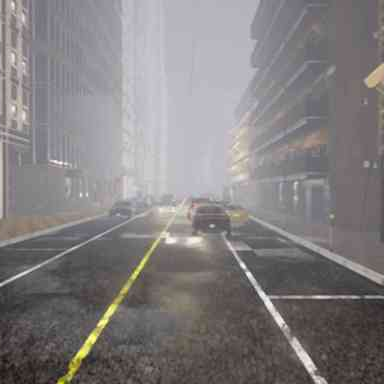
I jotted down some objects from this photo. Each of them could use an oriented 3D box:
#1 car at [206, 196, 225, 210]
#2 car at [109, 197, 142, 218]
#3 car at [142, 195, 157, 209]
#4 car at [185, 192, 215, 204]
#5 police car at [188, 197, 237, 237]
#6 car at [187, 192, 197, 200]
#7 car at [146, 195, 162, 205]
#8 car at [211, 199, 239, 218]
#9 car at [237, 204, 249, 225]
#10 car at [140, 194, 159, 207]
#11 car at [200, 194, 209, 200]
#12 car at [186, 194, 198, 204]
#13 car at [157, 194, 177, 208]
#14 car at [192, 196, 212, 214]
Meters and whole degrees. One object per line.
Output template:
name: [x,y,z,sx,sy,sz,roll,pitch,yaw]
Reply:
car: [2.699,1.255,39.171,2.008,1.369,4.403,0,0,0]
car: [-5.685,1.353,27.876,1.947,1.339,4.313,0,0,0]
car: [-5.682,1.255,39.172,2.008,1.369,4.403,0,0,0]
car: [0.696,1.144,27.258,2.097,1.767,4.553,0,1,0]
police car: [0.903,1.291,17.398,1.930,1.638,5.238,0,0,0]
car: [0.016,0.872,72.667,2.128,1.511,4.902,0,0,0]
car: [-5.680,1.151,50.299,1.752,1.417,4.829,0,0,0]
car: [2.697,1.353,27.874,1.947,1.339,4.313,0,0,0]
car: [2.695,1.353,22.395,1.752,1.417,4.829,0,0,0]
car: [-5.681,1.105,44.821,1.967,1.590,4.097,0,0,0]
car: [2.706,1.048,73.062,1.802,1.307,4.206,0,0,0]
car: [0.015,1.135,52.701,1.812,1.442,4.674,0,0,0]
car: [-3.074,1.032,42.522,2.097,1.767,4.553,0,0,0]
car: [0.907,1.201,33.478,1.801,1.575,5.366,0,0,0]
